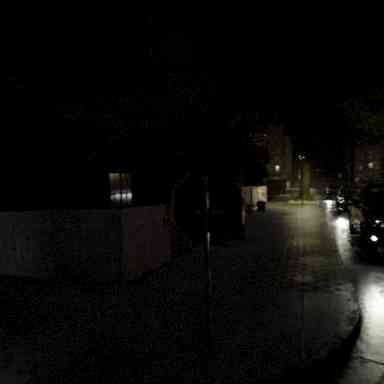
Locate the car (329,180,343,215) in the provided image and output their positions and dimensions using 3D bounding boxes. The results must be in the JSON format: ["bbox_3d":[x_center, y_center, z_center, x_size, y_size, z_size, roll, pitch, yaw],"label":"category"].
[{"bbox_3d":[9.694,0.352,20.082,2.097,1.767,4.553,-1,2,19],"label":"car"}]

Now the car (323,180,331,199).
[{"bbox_3d":[14.280,-0.098,33.188,1.837,1.490,4.892,-1,2,19],"label":"car"}]

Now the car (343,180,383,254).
[{"bbox_3d":[6.444,0.651,10.771,2.150,2.045,5.566,-1,2,19],"label":"car"}]
